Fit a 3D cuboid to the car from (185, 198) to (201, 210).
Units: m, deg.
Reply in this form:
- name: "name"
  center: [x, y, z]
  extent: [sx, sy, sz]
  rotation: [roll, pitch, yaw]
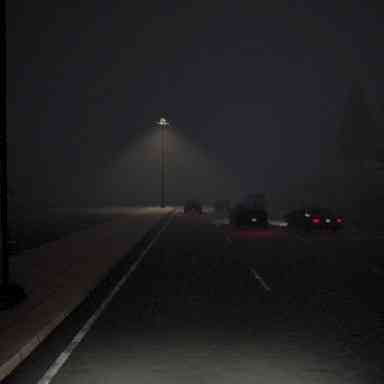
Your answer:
- name: "car"
  center: [0.098, 1.564, 44.533]
  extent: [1.994, 1.385, 4.181]
  rotation: [0, 0, 0]

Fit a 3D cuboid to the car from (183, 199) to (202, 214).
- name: "car"
  center: [0.094, 1.526, 35.773]
  extent: [1.812, 1.442, 4.674]
  rotation: [0, 0, 0]

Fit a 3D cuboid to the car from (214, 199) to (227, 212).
- name: "car"
  center: [3.600, 1.547, 39.432]
  extent: [2.033, 1.411, 5.357]
  rotation: [0, 0, 0]

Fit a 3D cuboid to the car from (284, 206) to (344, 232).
- name: "car"
  center: [7.100, 1.547, 19.861]
  extent: [2.033, 1.411, 5.357]
  rotation: [0, 0, 0]

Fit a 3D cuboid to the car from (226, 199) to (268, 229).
- name: "car"
  center: [3.600, 1.477, 21.757]
  extent: [1.882, 1.535, 5.008]
  rotation: [0, 0, 0]

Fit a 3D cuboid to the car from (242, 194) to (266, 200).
- name: "car"
  center: [7.098, 1.220, 38.313]
  extent: [2.150, 2.045, 5.566]
  rotation: [0, 0, 0]
